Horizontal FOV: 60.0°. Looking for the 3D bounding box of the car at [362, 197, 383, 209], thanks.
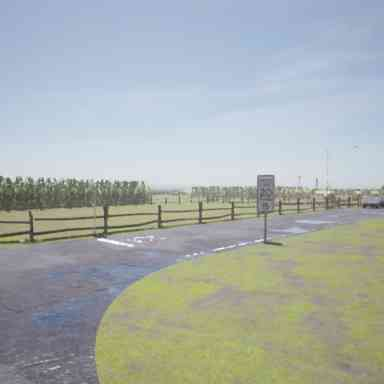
[{"bbox_3d":[24.161,1.413,43.913,2.033,1.411,5.357,1,1,44],"label":"car"}]
